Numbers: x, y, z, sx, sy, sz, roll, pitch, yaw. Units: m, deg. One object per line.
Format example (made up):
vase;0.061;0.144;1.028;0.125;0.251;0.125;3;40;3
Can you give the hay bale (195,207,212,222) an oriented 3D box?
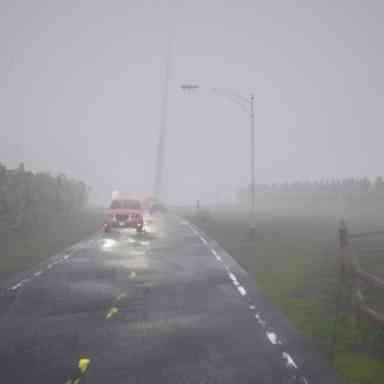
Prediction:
hay bale;0.982;1.916;28.293;1.220;1.180;1.240;0;-1;-8

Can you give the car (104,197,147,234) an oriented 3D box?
car;-4.184;1.420;21.153;2.150;2.045;5.566;0;-1;-7

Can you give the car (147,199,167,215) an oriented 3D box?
car;-4.138;1.885;39.424;1.837;1.490;4.892;0;0;-11

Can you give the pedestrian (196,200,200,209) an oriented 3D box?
pedestrian;0.541;1.556;29.222;0.375;1.860;0.375;0;-1;-14

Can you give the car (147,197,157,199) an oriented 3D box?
car;-6.370;1.713;49.283;2.150;2.045;5.566;0;-1;-15
